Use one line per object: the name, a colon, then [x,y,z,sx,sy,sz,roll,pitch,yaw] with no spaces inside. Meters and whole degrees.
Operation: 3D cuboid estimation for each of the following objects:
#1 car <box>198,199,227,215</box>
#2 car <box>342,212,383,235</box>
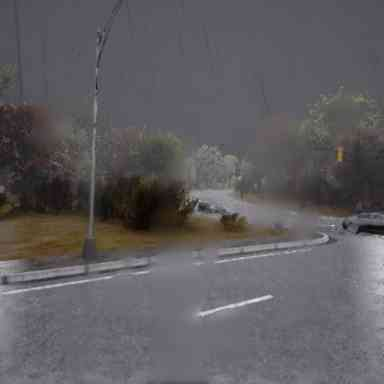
car: [2.403,1.686,39.200,2.097,1.767,4.553,2,0,-19]
car: [11.235,1.952,19.463,2.128,1.511,4.902,2,-1,-29]
